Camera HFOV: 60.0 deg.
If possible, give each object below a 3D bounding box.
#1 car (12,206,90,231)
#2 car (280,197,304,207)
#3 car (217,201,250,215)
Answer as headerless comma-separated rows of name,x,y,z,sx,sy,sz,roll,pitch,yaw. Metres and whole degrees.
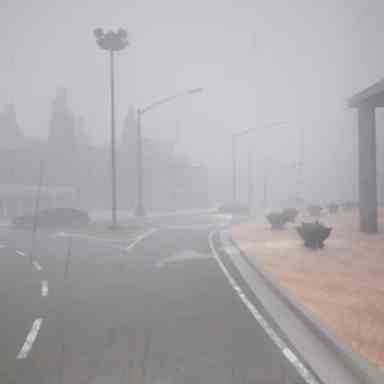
car,-9.525,1.771,22.696,4.892,1.490,1.837,-1,1,-27
car,14.843,1.388,49.180,2.033,1.411,5.357,-1,0,38
car,4.506,1.690,35.895,1.994,1.385,4.181,-1,0,38
